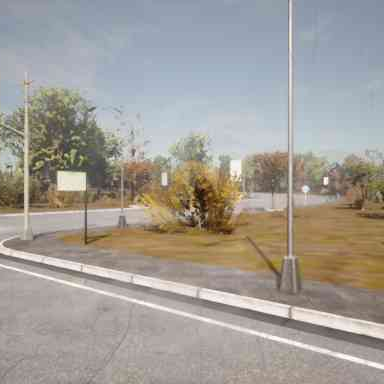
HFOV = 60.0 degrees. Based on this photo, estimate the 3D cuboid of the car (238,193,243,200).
[{"bbox_3d":[7.398,0.849,57.832,1.882,1.535,5.008,0,1,37],"label":"car"}]
